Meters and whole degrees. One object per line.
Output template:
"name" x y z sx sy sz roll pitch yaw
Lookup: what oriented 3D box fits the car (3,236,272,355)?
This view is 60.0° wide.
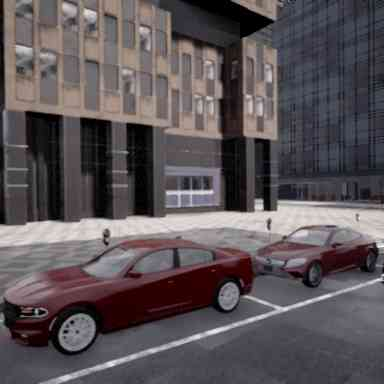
"car" -0.854 1.544 6.048 4.507 1.381 1.887 0 -1 -35

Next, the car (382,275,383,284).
"car" 6.403 1.503 7.925 4.892 1.490 1.837 0 0 -35

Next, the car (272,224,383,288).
"car" 3.528 1.580 9.164 4.206 1.307 1.802 0 -1 -35
